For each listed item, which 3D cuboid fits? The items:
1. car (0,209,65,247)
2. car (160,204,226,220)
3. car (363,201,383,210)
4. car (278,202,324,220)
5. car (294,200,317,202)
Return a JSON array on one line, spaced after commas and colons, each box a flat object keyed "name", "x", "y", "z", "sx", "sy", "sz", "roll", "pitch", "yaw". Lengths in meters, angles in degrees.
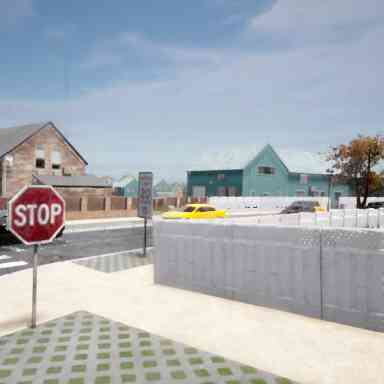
[{"name": "car", "x": -7.549, "y": 1.482, "z": 13.238, "sx": 1.837, "sy": 1.490, "sz": 4.892, "roll": 2, "pitch": 1, "yaw": 36}, {"name": "car", "x": 0.166, "y": 1.553, "z": 21.901, "sx": 5.008, "sy": 1.535, "sz": 1.882, "roll": 1, "pitch": 2, "yaw": -44}, {"name": "car", "x": 20.604, "y": 1.836, "z": 37.204, "sx": 4.892, "sy": 1.490, "sz": 1.837, "roll": 1, "pitch": 1, "yaw": -29}, {"name": "car", "x": 8.658, "y": 1.784, "z": 25.573, "sx": 4.892, "sy": 1.490, "sz": 1.837, "roll": 1, "pitch": 1, "yaw": -39}, {"name": "car", "x": 9.900, "y": 1.568, "z": 30.183, "sx": 4.553, "sy": 1.767, "sz": 2.097, "roll": 1, "pitch": 2, "yaw": -36}]
